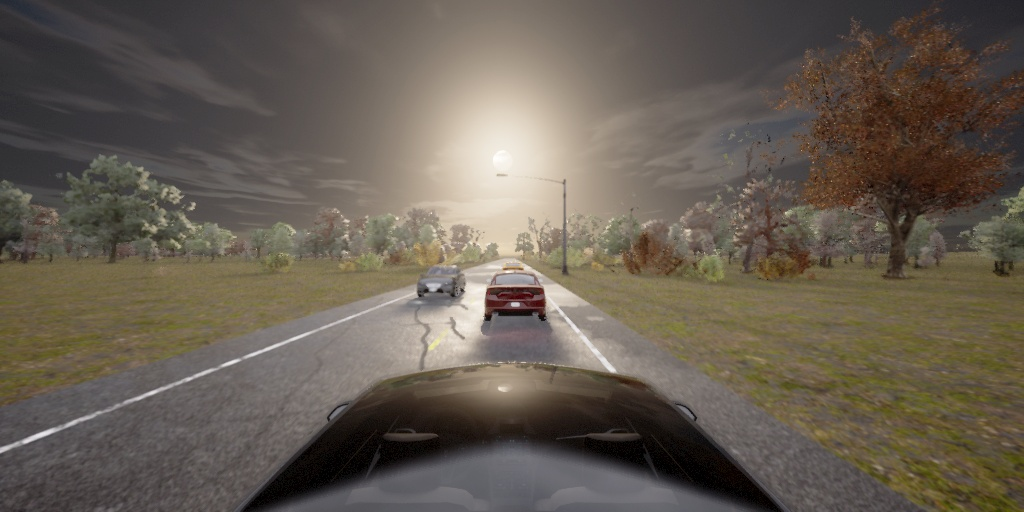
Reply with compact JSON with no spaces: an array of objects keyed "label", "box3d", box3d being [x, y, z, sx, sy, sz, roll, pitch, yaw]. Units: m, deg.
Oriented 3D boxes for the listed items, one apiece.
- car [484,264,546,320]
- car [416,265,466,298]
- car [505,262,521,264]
[{"label":"car","box3d":[0.098,1.229,12.679,1.882,1.535,5.008,0,0,0]},{"label":"car","box3d":[-3.518,1.245,18.528,2.128,1.511,4.902,0,0,0]},{"label":"car","box3d":[0.094,1.232,31.071,1.882,1.535,5.008,0,0,0]}]
